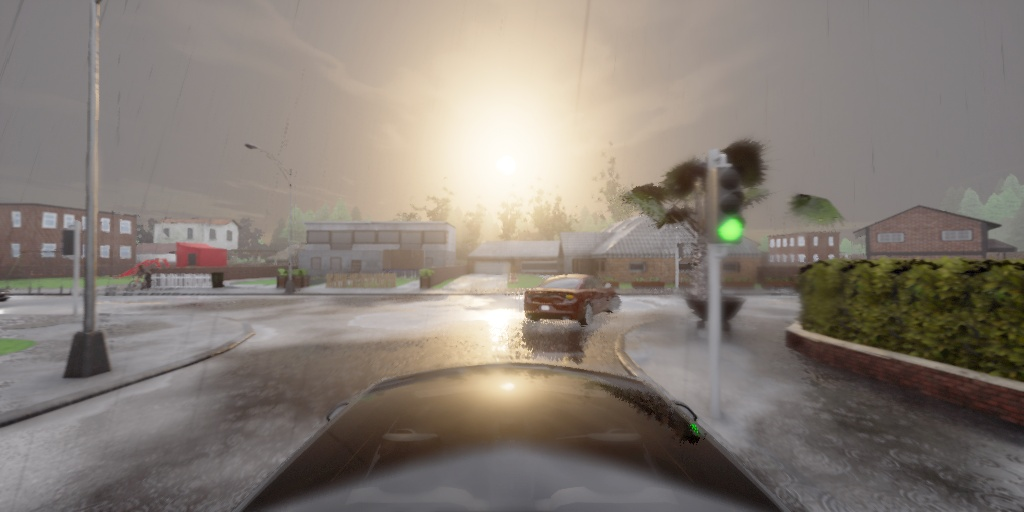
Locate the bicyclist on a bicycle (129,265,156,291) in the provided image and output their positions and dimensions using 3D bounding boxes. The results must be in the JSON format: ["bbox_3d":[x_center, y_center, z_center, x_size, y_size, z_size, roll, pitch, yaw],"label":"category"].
[{"bbox_3d":[-23.649,1.395,22.968,0.582,1.620,1.656,0,-1,0],"label":"bicyclist on a bicycle"}]

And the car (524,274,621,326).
[{"bbox_3d":[2.236,1.378,12.504,1.882,1.535,5.008,-2,-2,31],"label":"car"}]

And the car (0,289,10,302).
[{"bbox_3d":[-24.192,1.477,14.568,5.357,1.411,2.033,0,-1,0],"label":"car"}]
